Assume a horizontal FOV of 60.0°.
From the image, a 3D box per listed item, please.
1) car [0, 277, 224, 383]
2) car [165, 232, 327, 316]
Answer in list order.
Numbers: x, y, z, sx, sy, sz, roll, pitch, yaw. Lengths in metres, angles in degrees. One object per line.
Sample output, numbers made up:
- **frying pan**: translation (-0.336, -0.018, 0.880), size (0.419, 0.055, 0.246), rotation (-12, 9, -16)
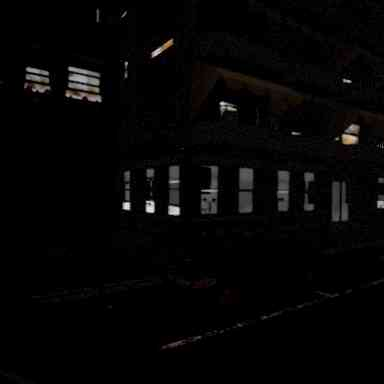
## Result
- **car**: translation (-2.423, 1.485, 1.650), size (4.902, 1.511, 2.128), rotation (0, 0, -35)
- **car**: translation (1.366, 1.611, 7.531), size (4.206, 1.307, 1.802), rotation (0, 0, -36)
